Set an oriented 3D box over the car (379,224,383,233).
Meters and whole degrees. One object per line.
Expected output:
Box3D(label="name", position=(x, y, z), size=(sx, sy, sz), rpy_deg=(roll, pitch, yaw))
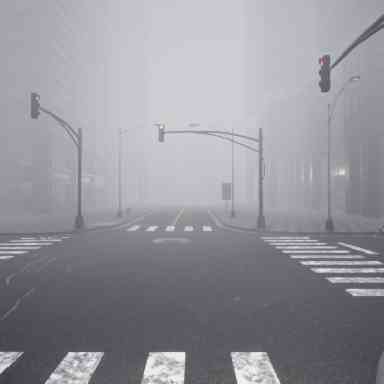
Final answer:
Box3D(label="car", position=(11.760, 1.564, 16.189), size=(4.829, 1.417, 1.752), rpy_deg=(0, -1, 0))
